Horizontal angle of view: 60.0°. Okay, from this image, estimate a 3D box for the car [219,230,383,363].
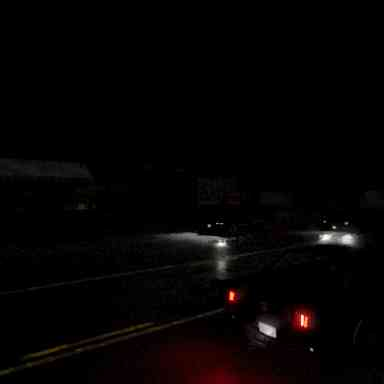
[{"bbox_3d":[2.817,1.638,5.974,4.718,1.301,1.895,0,0,-38],"label":"car"}]

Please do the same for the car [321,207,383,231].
[{"bbox_3d":[10.317,1.679,20.895,5.357,1.411,2.033,0,0,-38],"label":"car"}]

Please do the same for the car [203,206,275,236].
[{"bbox_3d":[2.851,1.613,19.522,4.892,1.490,1.837,1,-1,-38],"label":"car"}]
